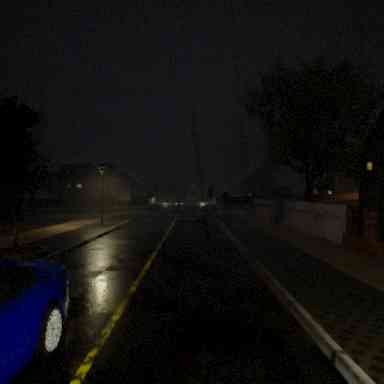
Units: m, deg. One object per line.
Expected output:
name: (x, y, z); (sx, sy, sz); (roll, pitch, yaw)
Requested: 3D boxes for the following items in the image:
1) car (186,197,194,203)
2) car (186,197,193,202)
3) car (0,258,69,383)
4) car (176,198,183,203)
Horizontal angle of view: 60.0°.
car: (-0.489, 2.014, 82.102); (1.895, 1.301, 4.718); (0, -1, -1)
car: (-0.684, 2.073, 94.626); (1.895, 1.301, 4.718); (0, -1, -2)
car: (-2.845, 1.479, 3.164); (1.882, 1.535, 5.008); (0, 0, 0)
car: (-3.309, 2.135, 87.241); (1.895, 1.301, 4.718); (0, -1, -1)
